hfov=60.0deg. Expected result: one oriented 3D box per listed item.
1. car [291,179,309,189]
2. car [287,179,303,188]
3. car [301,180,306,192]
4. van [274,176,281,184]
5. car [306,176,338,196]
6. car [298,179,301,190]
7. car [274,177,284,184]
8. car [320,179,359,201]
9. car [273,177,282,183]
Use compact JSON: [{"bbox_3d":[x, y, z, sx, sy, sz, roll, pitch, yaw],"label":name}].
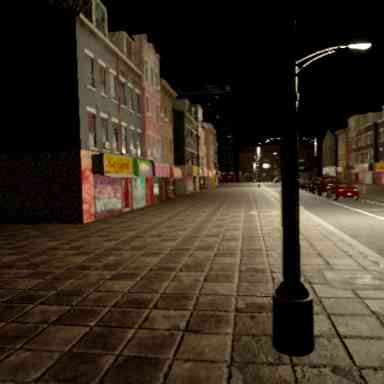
[{"bbox_3d":[15.655,-1.124,48.289,1.802,1.307,4.206,-1,3,10],"label":"car"},{"bbox_3d":[16.559,-1.420,53.642,2.008,1.369,4.403,-1,3,10],"label":"car"},{"bbox_3d":[13.843,-0.592,37.579,1.802,1.307,4.206,-1,3,10],"label":"car"},{"bbox_3d":[20.178,-2.675,75.054,1.690,1.788,3.998,-1,3,10],"label":"van"},{"bbox_3d":[12.932,-0.590,32.212,2.192,1.841,5.009,-1,3,10],"label":"car"},{"bbox_3d":[14.749,-0.859,42.934,1.802,1.307,4.206,-1,3,10],"label":"car"},{"bbox_3d":[21.086,-2.834,80.414,1.967,1.590,4.097,-1,3,10],"label":"car"},{"bbox_3d":[12.031,-0.090,26.868,1.887,1.381,4.507,-1,3,10],"label":"car"},{"bbox_3d":[22.023,-3.015,85.940,1.752,1.417,4.829,-1,3,10],"label":"car"}]
